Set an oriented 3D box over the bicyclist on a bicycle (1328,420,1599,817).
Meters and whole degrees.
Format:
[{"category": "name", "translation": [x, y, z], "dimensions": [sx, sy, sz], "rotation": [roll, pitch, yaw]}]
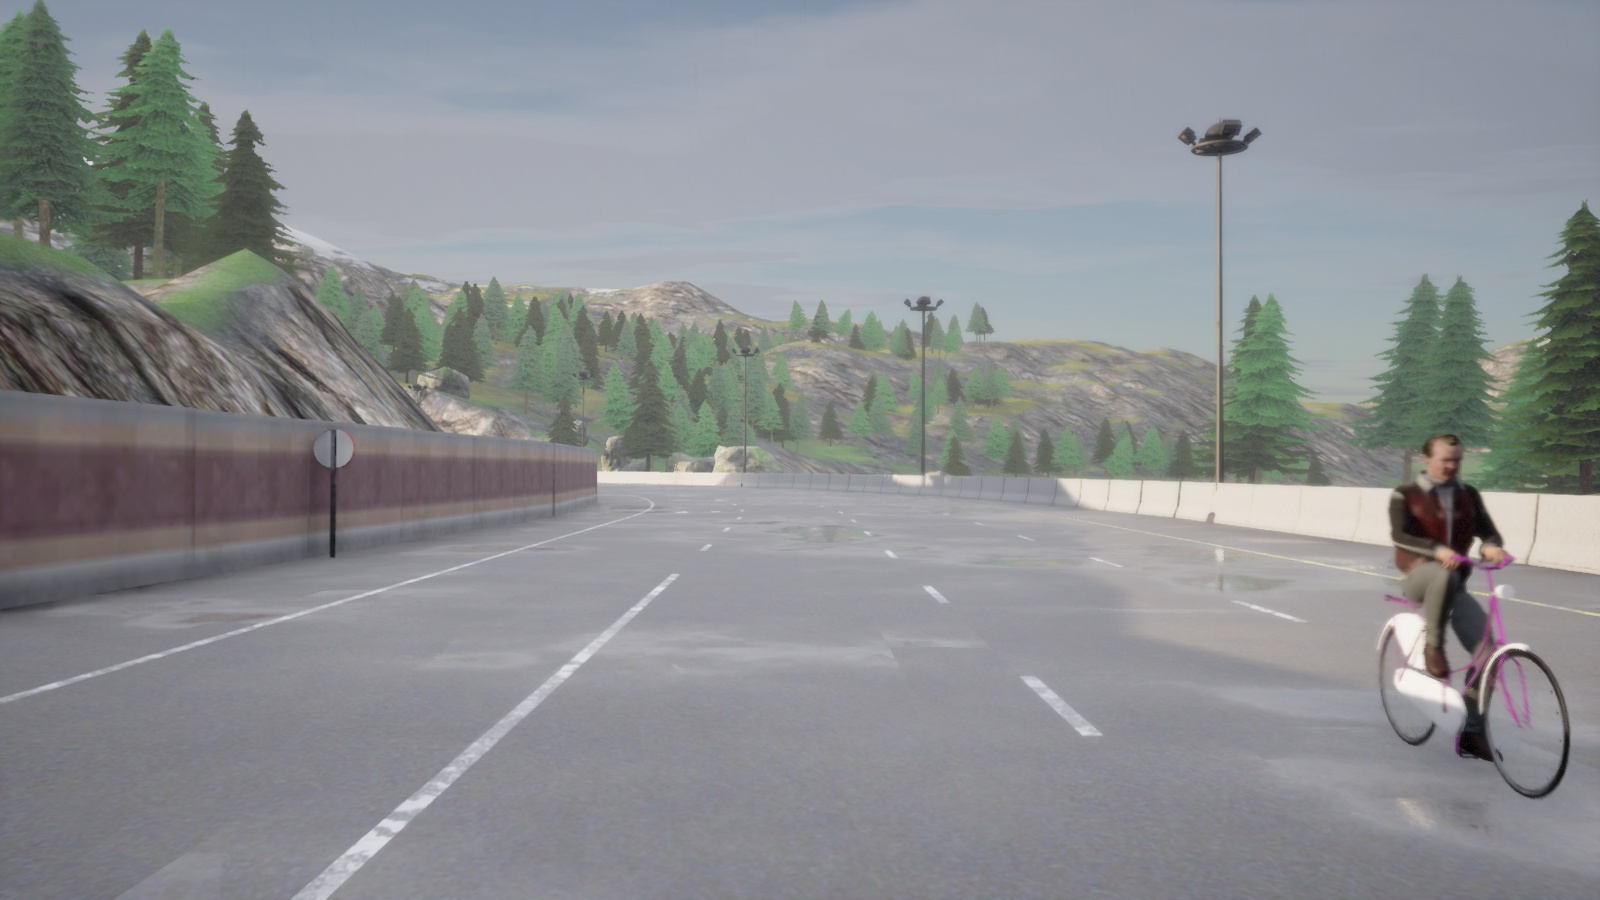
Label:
[{"category": "bicyclist on a bicycle", "translation": [3.481, 0.767, 6.551], "dimensions": [0.659, 1.776, 1.843], "rotation": [0, -1, 0]}]
